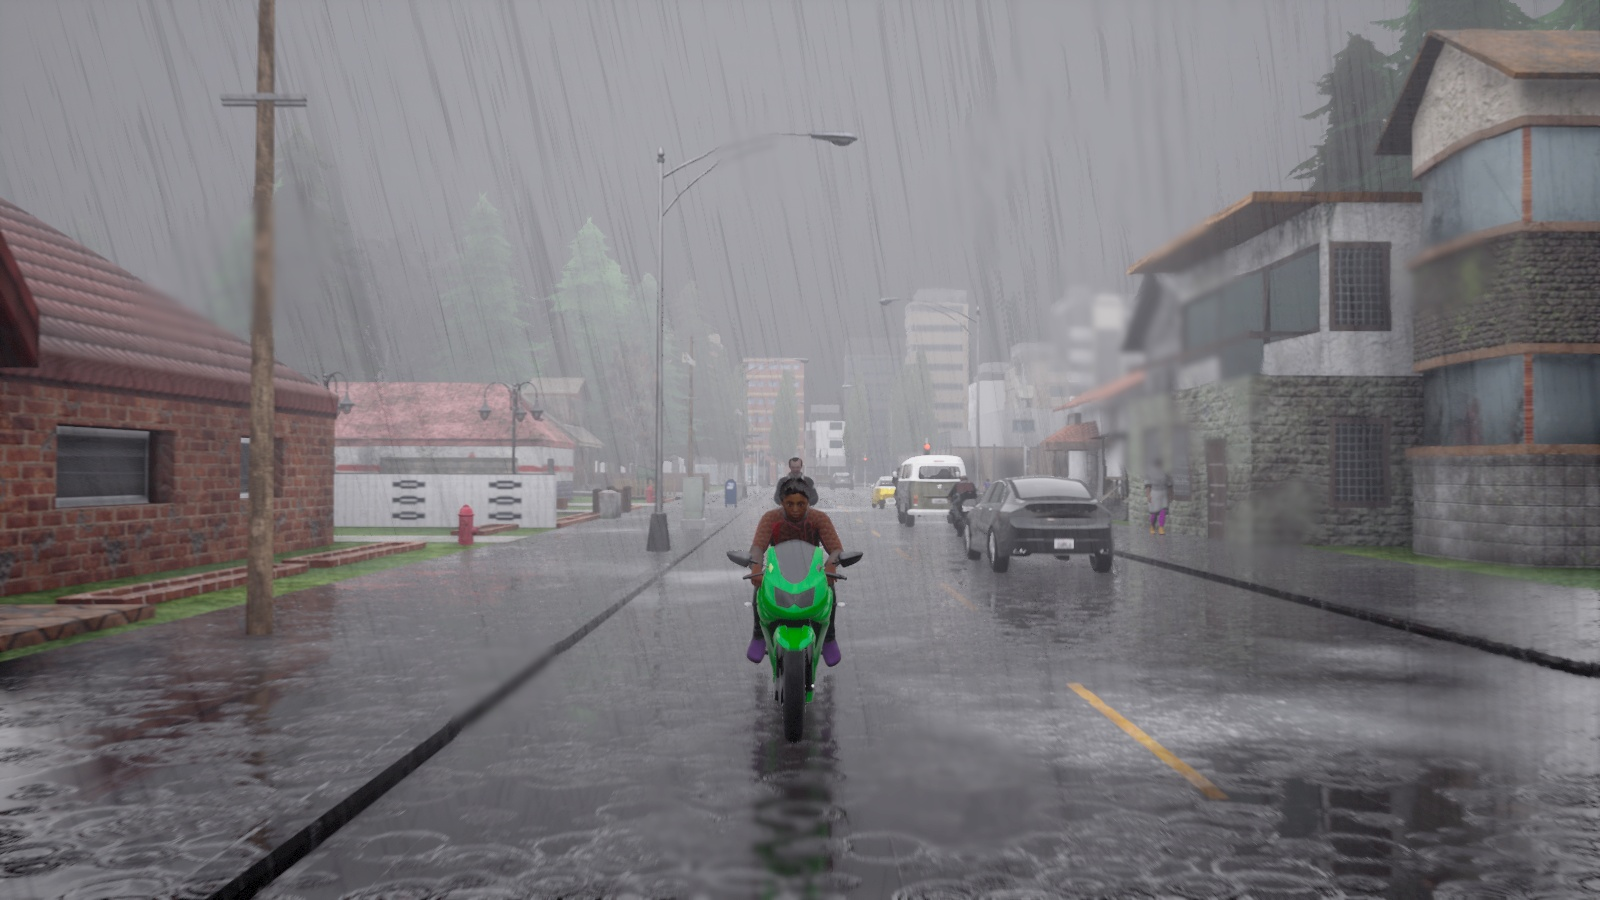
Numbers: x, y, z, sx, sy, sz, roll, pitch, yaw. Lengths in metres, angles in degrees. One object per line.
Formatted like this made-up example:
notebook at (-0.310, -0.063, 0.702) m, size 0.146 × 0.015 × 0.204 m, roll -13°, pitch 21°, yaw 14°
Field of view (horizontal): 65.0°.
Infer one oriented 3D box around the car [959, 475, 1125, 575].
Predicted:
car at (3.936, 1.171, 21.263) m, size 1.837 × 1.490 × 4.892 m, roll 0°, pitch -1°, yaw 0°

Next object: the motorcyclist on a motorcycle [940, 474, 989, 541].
motorcyclist on a motorcycle at (3.910, 1.351, 29.933) m, size 0.866 × 1.530 × 2.191 m, roll 0°, pitch -1°, yaw 0°

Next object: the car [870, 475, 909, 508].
car at (3.845, 1.789, 54.108) m, size 1.481 × 1.376 × 2.207 m, roll 0°, pitch -1°, yaw 0°

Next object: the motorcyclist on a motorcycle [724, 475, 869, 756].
motorcyclist on a motorcycle at (-0.025, 0.934, 7.974) m, size 0.797 × 1.523 × 2.044 m, roll 0°, pitch 0°, yaw 0°

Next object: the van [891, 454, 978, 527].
van at (3.888, 1.164, 37.153) m, size 2.069 × 2.038 × 4.480 m, roll 0°, pitch -1°, yaw 0°

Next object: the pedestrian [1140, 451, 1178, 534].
pedestrian at (8.531, 1.006, 29.870) m, size 0.659 × 1.952 × 0.873 m, roll 0°, pitch -1°, yaw 0°
